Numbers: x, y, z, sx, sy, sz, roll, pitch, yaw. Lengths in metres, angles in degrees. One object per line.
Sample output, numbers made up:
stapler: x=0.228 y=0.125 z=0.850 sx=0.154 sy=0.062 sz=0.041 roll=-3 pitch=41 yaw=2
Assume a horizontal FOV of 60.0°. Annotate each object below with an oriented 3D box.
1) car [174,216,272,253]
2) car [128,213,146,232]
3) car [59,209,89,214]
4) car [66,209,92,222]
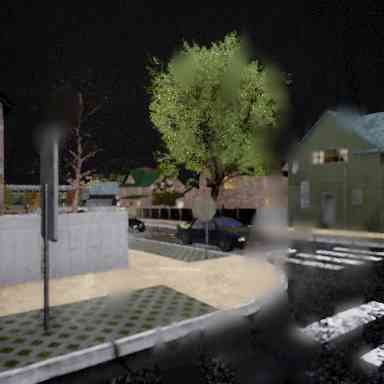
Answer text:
car: x=1.178 y=1.851 z=15.545 sx=2.033 sy=1.411 sz=5.357 roll=0 pitch=-2 yaw=-33
car: x=-5.078 y=2.280 z=24.570 sx=1.994 sy=1.385 sz=4.181 roll=0 pitch=-2 yaw=-35
car: x=-11.865 y=2.669 z=34.205 sx=1.837 sy=1.490 sz=4.892 roll=0 pitch=-2 yaw=-35
car: x=-14.805 y=2.995 z=43.380 sx=1.882 sy=1.535 sz=5.008 roll=0 pitch=-2 yaw=-35
